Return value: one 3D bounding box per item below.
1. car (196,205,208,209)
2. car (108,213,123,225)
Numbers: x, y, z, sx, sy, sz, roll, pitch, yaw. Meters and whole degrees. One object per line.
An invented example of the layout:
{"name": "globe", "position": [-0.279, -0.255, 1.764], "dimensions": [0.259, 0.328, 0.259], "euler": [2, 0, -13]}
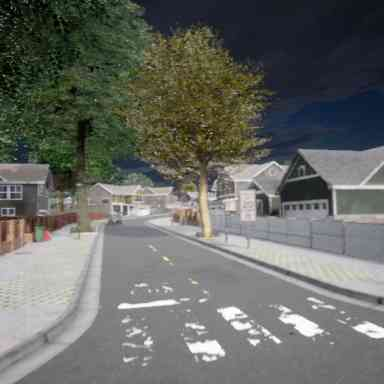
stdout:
{"name": "car", "position": [2.278, 4.840, 89.589], "dimensions": [1.882, 1.535, 5.008], "euler": [-2, -2, 18]}
{"name": "car", "position": [-10.813, 3.763, 46.925], "dimensions": [2.128, 1.511, 4.902], "euler": [0, -2, -12]}
